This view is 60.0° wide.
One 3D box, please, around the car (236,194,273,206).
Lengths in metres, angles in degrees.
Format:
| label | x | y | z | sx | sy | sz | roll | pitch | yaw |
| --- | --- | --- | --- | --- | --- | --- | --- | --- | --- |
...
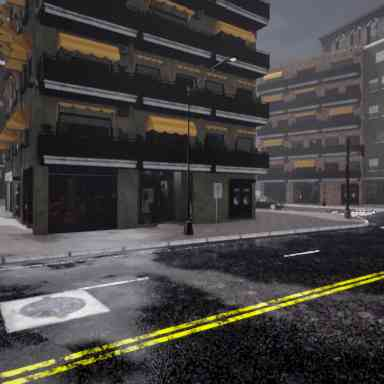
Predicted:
| label | x | y | z | sx | sy | sz | roll | pitch | yaw |
| --- | --- | --- | --- | --- | --- | --- | --- | --- | --- |
| car | 8.324 | 1.071 | 44.206 | 4.403 | 1.369 | 2.008 | 1 | 0 | 38 |

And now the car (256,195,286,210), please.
| label | x | y | z | sx | sy | sz | roll | pitch | yaw |
| --- | --- | --- | --- | --- | --- | --- | --- | --- | --- |
| car | 7.420 | 1.160 | 34.228 | 4.403 | 1.369 | 2.008 | 1 | 0 | 38 |
